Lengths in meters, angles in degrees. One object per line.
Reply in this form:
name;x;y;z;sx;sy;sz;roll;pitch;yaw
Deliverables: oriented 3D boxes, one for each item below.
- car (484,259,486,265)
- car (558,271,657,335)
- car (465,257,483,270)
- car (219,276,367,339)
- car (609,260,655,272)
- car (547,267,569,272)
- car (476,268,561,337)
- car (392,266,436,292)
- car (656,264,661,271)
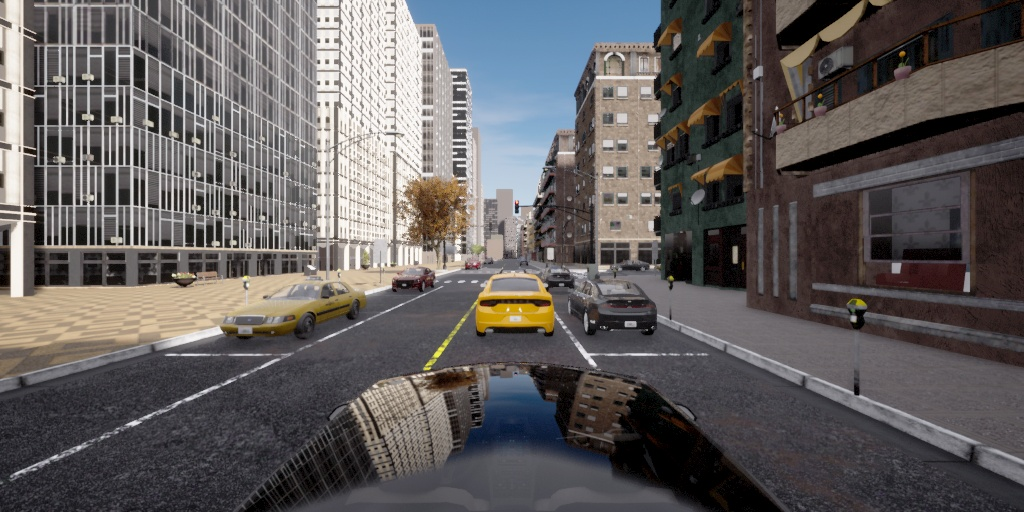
car;-5.823;1.357;59.225;1.948;1.339;4.313;0;0;0
car;2.670;1.301;10.268;2.007;1.370;4.403;0;0;0
car;-5.810;1.099;53.702;2.192;1.841;5.009;0;0;0
car;-5.710;1.276;10.079;1.751;1.417;4.829;0;0;0
car;13.346;1.109;40.774;4.403;1.370;2.007;0;0;-1
car;2.644;1.305;21.333;2.007;1.370;4.403;0;0;0
car;0.069;1.228;10.360;1.882;1.535;5.008;0;0;0
car;-5.736;1.300;21.314;1.888;1.381;4.507;0;0;0
car;18.743;1.007;40.841;4.829;1.417;1.751;0;0;-1
